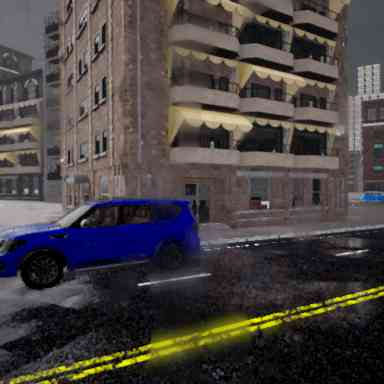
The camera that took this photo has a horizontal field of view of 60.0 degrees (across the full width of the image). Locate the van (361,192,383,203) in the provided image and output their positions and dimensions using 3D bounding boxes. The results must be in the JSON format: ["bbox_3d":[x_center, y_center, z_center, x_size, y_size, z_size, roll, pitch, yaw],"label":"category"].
[{"bbox_3d":[30.146,0.848,54.767,3.998,1.788,1.690,1,0,27],"label":"van"}]

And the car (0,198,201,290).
[{"bbox_3d":[-2.397,1.218,9.367,5.566,2.045,2.150,0,0,-30],"label":"car"}]
